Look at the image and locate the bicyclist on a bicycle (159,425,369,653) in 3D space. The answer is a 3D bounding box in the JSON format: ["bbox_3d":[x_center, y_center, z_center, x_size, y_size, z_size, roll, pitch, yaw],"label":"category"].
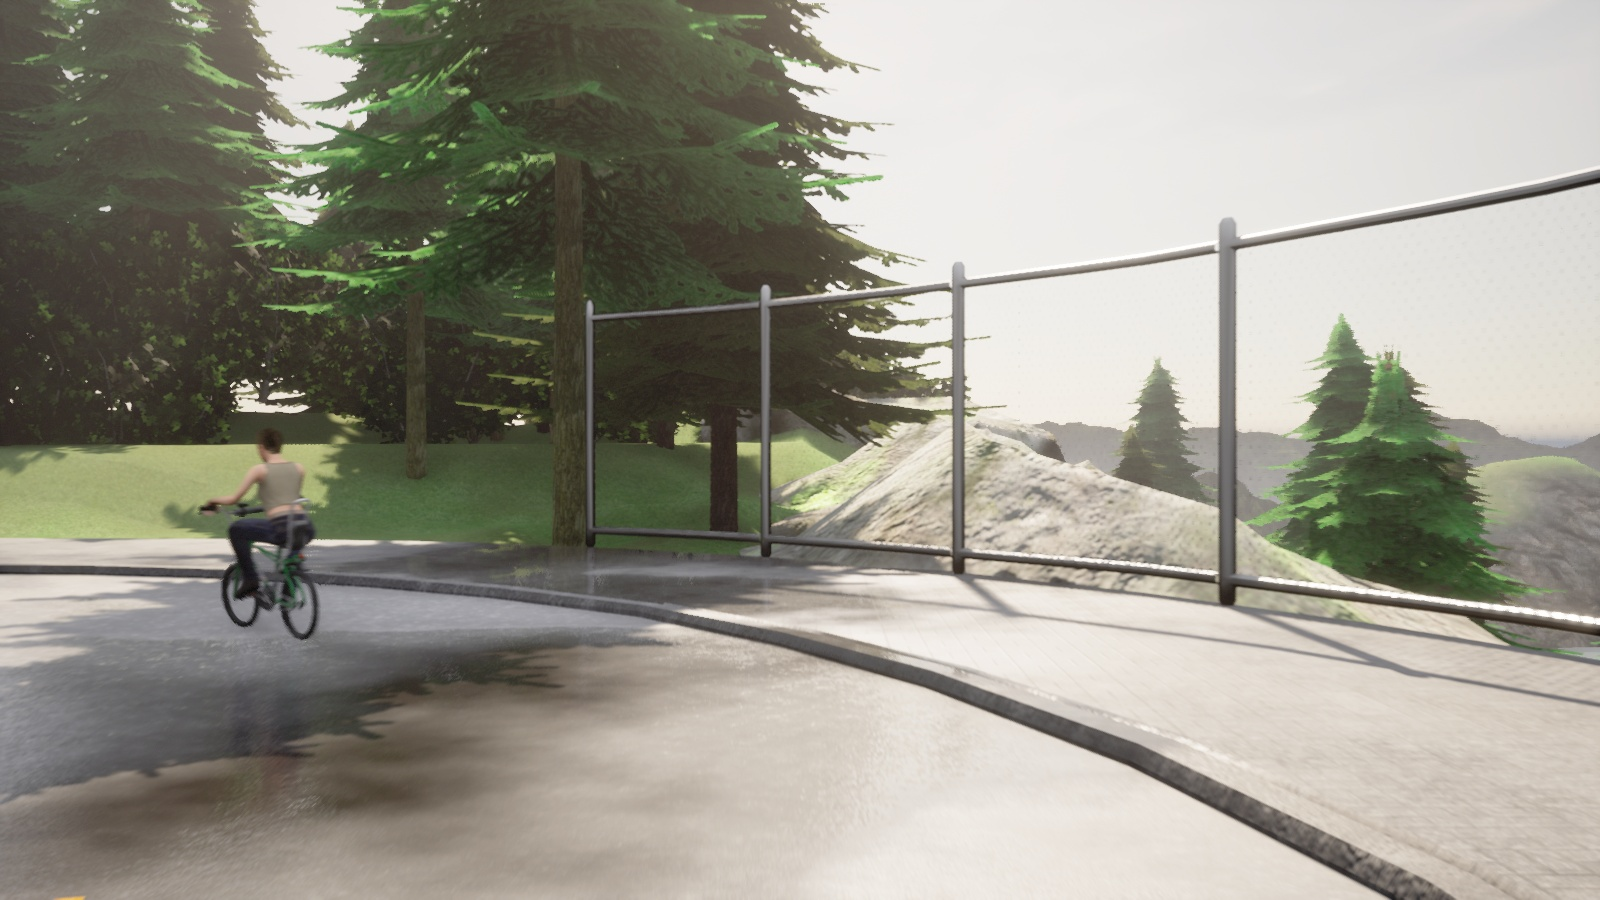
[{"bbox_3d":[-4.178,0.627,9.758,1.509,1.612,0.866,0,2,41],"label":"bicyclist on a bicycle"}]
